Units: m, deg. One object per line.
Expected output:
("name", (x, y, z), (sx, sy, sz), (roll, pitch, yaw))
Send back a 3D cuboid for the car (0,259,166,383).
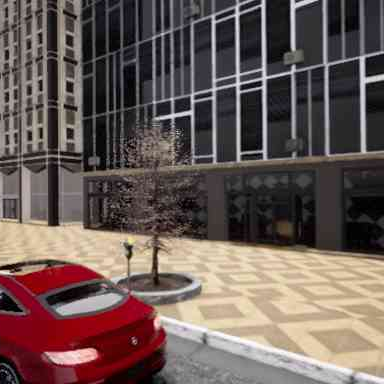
("car", (-2.230, 1.590, 4.474), (4.206, 1.307, 1.802), (0, -1, 36))
